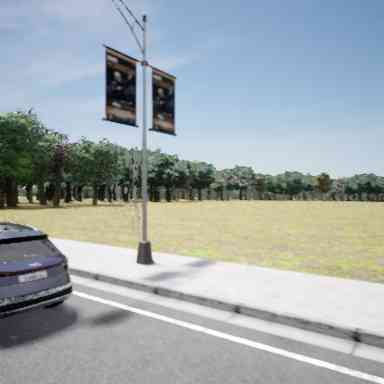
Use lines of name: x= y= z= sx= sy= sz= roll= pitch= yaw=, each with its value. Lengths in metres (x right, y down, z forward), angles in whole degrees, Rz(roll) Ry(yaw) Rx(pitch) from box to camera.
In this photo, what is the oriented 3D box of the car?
car: x=-4.399 y=1.436 z=6.699 sx=4.856 sy=1.649 sz=2.033 roll=0 pitch=0 yaw=35
